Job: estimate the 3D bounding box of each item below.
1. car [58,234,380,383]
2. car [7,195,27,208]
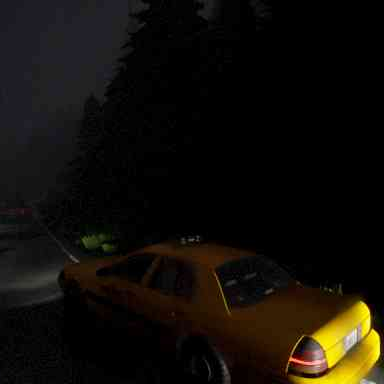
[{"bbox_3d":[-0.248,1.417,5.097,5.366,1.575,1.801,1,1,44],"label":"car"},{"bbox_3d":[-21.060,1.057,40.112,2.128,1.511,4.902,-2,2,-26],"label":"car"}]
